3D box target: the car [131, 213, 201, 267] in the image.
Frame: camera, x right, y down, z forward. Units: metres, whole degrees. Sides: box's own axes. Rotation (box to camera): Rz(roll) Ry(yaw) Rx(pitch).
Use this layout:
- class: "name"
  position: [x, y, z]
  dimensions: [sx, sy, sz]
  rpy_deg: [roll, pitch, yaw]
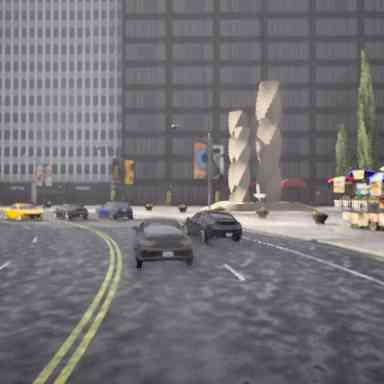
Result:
- class: "car"
  position: [-1.153, 1.673, 12.004]
  dimensions: [1.812, 1.442, 4.674]
  rpy_deg: [0, 0, -11]

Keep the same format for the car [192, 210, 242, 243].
- class: "car"
  position: [0.941, 1.723, 17.443]
  dimensions: [1.837, 1.490, 4.892]
  rpy_deg: [1, -1, -18]

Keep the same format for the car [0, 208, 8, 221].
- class: "car"
  position: [-17.217, 1.796, 27.135]
  dimensions: [4.902, 1.511, 2.128]
  rpy_deg: [-1, -1, 44]

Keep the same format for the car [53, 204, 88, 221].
- class: "car"
  position: [-11.505, 1.873, 31.459]
  dimensions: [1.837, 1.490, 4.892]
  rpy_deg: [2, -2, -43]

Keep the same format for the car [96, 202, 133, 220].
- class: "car"
  position: [-7.594, 1.738, 32.280]
  dimensions: [2.097, 1.767, 4.553]
  rpy_deg: [1, -1, -40]

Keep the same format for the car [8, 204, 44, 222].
- class: "car"
  position: [-15.142, 1.821, 29.967]
  dimensions: [5.008, 1.535, 1.882]
  rpy_deg: [-1, -1, 43]
